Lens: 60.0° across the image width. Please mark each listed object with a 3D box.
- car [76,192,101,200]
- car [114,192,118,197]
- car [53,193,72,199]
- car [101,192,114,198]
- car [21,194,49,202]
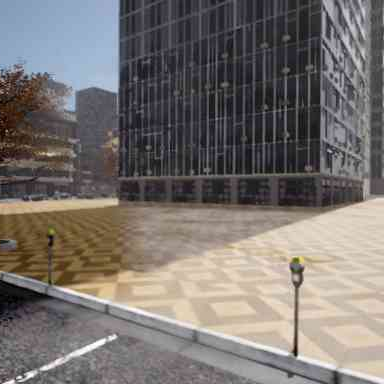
[{"bbox_3d":[-21.810,0.939,68.691,2.008,1.369,4.403,2,2,35],"label":"car"},{"bbox_3d":[-19.287,0.600,87.057,1.752,1.417,4.829,2,2,35],"label":"car"},{"bbox_3d":[-28.700,0.882,73.462,2.008,1.369,4.403,2,2,35],"label":"car"},{"bbox_3d":[-22.360,0.724,82.620,1.947,1.339,4.313,2,2,35],"label":"car"},{"bbox_3d":[-28.150,1.113,59.534,2.008,1.369,4.403,2,2,35],"label":"car"}]
